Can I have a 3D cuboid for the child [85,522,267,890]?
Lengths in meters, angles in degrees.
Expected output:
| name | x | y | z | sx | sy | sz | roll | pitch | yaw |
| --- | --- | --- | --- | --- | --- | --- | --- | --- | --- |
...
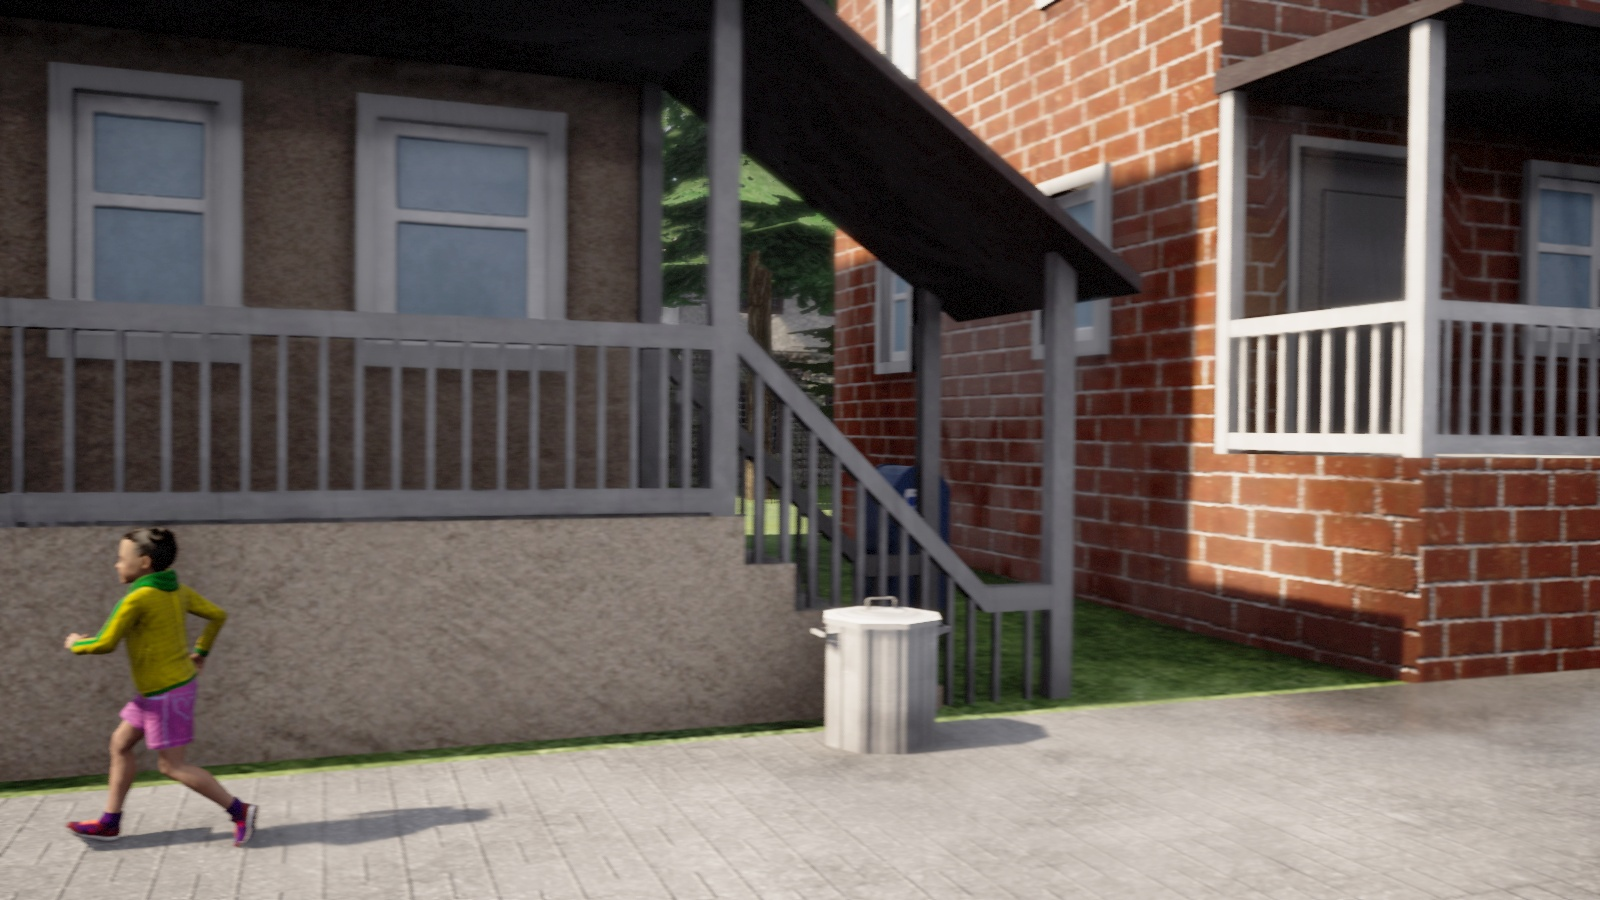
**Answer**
| name | x | y | z | sx | sy | sz | roll | pitch | yaw |
| --- | --- | --- | --- | --- | --- | --- | --- | --- | --- |
| child | -2.099 | 0.841 | 4.255 | 0.473 | 1.160 | 0.299 | -1 | 1 | -11 |
